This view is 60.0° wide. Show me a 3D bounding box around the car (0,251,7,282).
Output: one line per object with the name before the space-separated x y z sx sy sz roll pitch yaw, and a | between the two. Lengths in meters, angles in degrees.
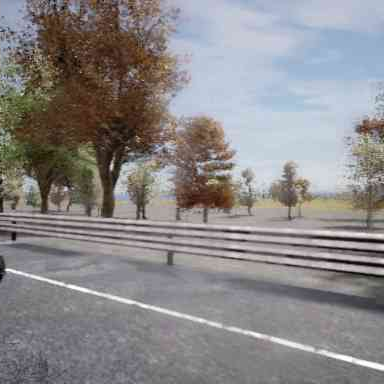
car | -6.700 1.674 8.731 4.181 1.385 1.994 -1 0 36
